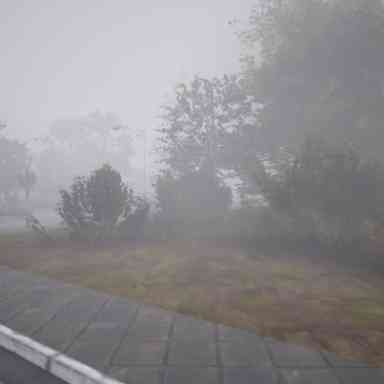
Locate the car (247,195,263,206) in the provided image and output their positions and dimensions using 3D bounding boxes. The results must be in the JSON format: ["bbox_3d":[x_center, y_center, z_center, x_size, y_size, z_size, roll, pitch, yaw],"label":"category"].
[{"bbox_3d":[9.606,1.455,55.667,1.882,1.535,5.008,0,0,32],"label":"car"}]

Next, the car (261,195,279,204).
[{"bbox_3d":[15.042,1.454,64.283,1.882,1.535,5.008,0,0,32],"label":"car"}]

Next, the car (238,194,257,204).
[{"bbox_3d":[10.665,1.325,63.904,2.097,1.767,4.553,0,0,32],"label":"car"}]

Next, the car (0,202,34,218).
[{"bbox_3d":[-16.303,1.517,28.067,2.033,1.411,5.357,0,0,36],"label":"car"}]

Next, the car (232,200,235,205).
[{"bbox_3d":[5.405,1.574,55.574,1.895,1.301,4.718,0,0,32],"label":"car"}]
